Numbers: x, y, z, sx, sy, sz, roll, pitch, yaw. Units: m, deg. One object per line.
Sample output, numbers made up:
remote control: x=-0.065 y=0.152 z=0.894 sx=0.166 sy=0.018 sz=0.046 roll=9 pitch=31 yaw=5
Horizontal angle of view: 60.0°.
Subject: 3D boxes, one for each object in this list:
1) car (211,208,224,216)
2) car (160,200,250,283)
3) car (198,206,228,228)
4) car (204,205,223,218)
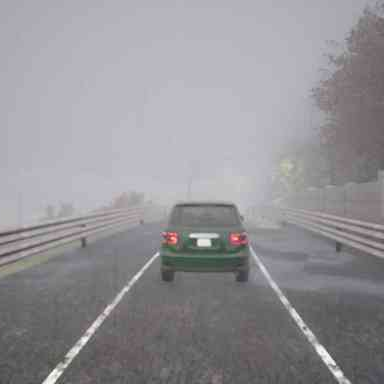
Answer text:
car: x=4.299 y=3.309 z=54.757 sx=1.895 sy=1.301 sz=4.718 roll=0 pitch=-4 yaw=7
car: x=0.400 y=1.238 z=9.945 sx=2.150 sy=2.045 sz=5.566 roll=0 pitch=-1 yaw=3
car: x=1.546 y=1.734 z=24.277 sx=1.994 sy=1.385 sz=4.181 roll=0 pitch=-1 yaw=4
car: x=2.486 y=2.200 z=37.573 sx=1.994 sy=1.385 sz=4.181 roll=0 pitch=-3 yaw=5
